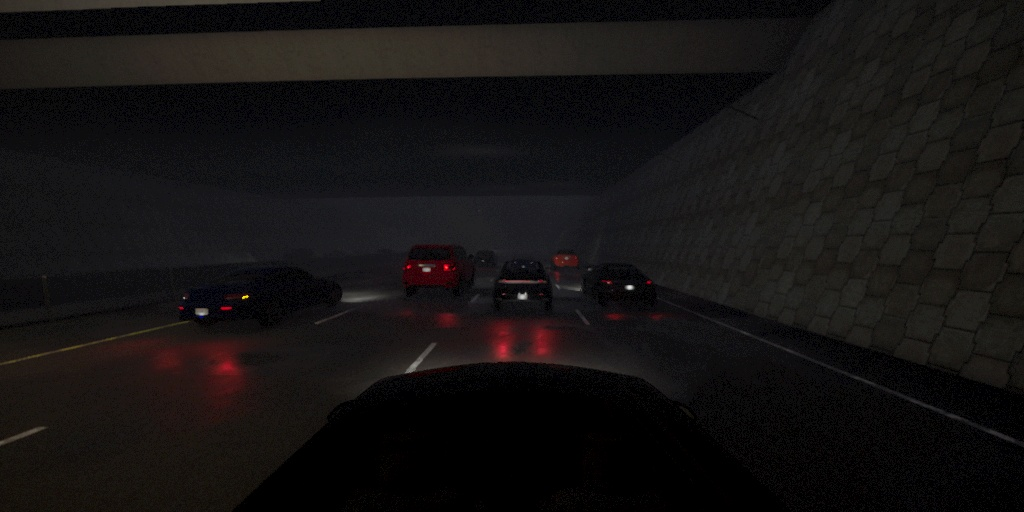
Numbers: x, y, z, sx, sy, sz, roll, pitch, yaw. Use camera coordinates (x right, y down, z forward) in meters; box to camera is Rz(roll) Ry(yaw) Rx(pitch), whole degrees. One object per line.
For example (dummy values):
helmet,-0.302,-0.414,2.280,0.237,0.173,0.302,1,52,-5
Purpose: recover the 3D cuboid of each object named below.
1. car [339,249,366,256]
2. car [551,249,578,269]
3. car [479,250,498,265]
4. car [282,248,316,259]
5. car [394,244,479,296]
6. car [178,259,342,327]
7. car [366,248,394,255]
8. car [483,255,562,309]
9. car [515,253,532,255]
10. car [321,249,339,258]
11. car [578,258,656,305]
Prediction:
car,-19.667,-0.145,45.858,1.895,1.301,4.718,0,2,2
car,4.522,0.152,31.261,2.097,1.767,4.553,0,2,2
car,-2.409,0.191,33.306,1.882,1.535,5.008,0,2,2
car,-26.697,-0.238,45.059,1.837,1.490,4.892,0,2,2
car,-2.995,0.506,15.677,2.150,2.045,5.566,0,2,2
car,-6.711,0.980,10.160,1.812,1.442,4.674,0,2,2
car,-16.182,-0.219,45.451,1.837,1.490,4.892,0,2,2
car,0.393,0.884,12.724,2.128,1.511,4.902,0,2,2
car,0.973,0.433,29.975,1.895,1.301,4.718,0,2,2
car,-23.122,-0.229,47.000,1.994,1.385,4.181,0,2,2
car,3.935,0.933,13.743,1.994,1.385,4.181,0,2,2
